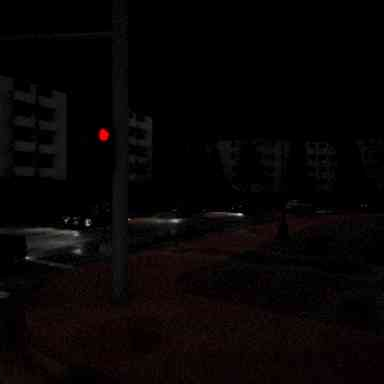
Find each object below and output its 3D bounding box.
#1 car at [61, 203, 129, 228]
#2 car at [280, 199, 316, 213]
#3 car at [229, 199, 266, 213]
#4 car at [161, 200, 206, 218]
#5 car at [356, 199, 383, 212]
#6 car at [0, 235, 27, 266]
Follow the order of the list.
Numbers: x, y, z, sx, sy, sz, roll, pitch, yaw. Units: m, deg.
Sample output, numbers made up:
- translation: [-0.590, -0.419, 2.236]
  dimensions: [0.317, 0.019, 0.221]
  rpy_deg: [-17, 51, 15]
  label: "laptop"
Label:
- translation: [-6.475, 1.541, 22.686]
  dimensions: [1.837, 1.490, 4.892]
  rpy_deg: [0, 0, 34]
  label: "car"
- translation: [11.831, 1.549, 37.130]
  dimensions: [4.674, 1.442, 1.812]
  rpy_deg: [0, 0, -34]
  label: "car"
- translation: [6.359, 1.538, 37.638]
  dimensions: [4.892, 1.490, 1.837]
  rpy_deg: [0, 0, -37]
  label: "car"
- translation: [-0.707, 1.514, 30.677]
  dimensions: [1.882, 1.535, 5.008]
  rpy_deg: [0, 0, 40]
  label: "car"
- translation: [21.382, 1.556, 38.136]
  dimensions: [5.357, 1.411, 2.033]
  rpy_deg: [0, 0, -20]
  label: "car"
- translation: [-6.267, 1.621, 8.789]
  dimensions: [1.895, 1.301, 4.718]
  rpy_deg: [0, 0, -2]
  label: "car"
